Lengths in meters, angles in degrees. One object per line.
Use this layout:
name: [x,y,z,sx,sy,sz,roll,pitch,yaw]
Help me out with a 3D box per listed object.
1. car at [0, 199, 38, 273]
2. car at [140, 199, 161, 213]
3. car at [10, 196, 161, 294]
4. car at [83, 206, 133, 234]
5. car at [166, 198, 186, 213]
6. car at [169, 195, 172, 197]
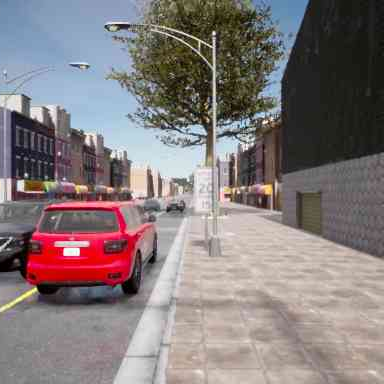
car: [-5.105,1.266,10.532,2.150,2.045,5.566,0,0,0]
car: [-4.816,1.655,39.222,1.837,1.490,4.892,0,-1,1]
car: [-2.265,1.243,8.999,2.150,2.045,5.566,0,0,0]
car: [-5.013,1.643,20.428,1.994,1.385,4.181,0,0,1]
car: [-1.969,1.658,39.312,1.812,1.442,4.674,0,0,1]
car: [-1.933,1.661,49.602,2.128,1.511,4.902,0,0,1]
